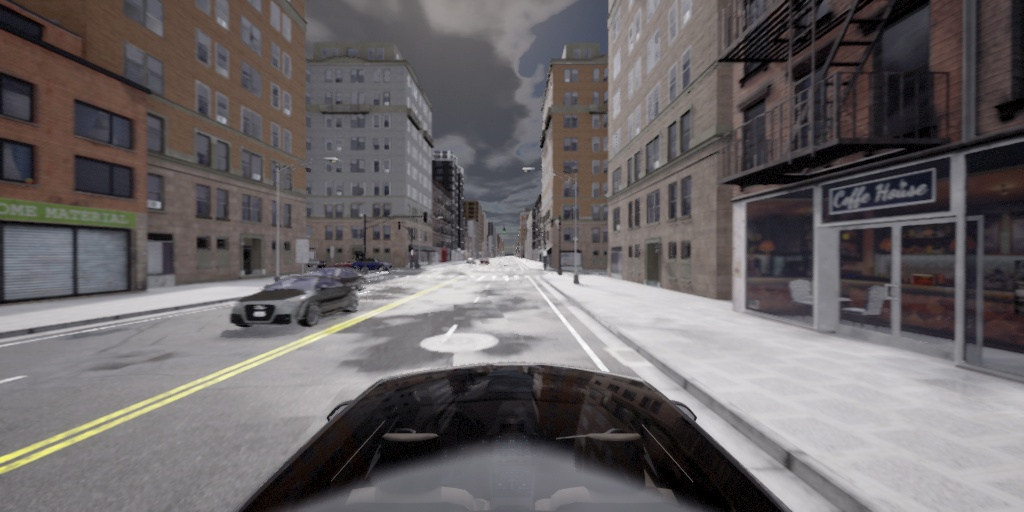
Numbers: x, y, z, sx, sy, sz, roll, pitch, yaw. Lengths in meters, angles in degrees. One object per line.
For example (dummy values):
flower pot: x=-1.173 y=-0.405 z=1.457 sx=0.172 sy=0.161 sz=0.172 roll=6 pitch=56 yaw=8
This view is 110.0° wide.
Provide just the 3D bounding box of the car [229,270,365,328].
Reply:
car: x=-6.599 y=1.326 z=11.364 sx=1.994 sy=1.385 sz=4.181 roll=0 pitch=0 yaw=0

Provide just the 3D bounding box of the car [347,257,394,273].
car: x=-16.370 y=0.968 z=42.229 sx=4.553 sy=1.767 sz=2.097 roll=1 pitch=0 yaw=0

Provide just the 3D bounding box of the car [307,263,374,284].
car: x=-9.841 y=1.316 z=19.794 sx=2.033 sy=1.411 sz=5.357 roll=0 pitch=0 yaw=0

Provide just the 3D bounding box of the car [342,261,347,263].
car: x=-21.530 y=1.130 z=47.914 sx=4.207 sy=1.307 sz=1.802 roll=0 pitch=0 yaw=0

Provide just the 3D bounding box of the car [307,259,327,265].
car: x=-27.094 y=1.047 z=47.927 sx=4.313 sy=1.339 sz=1.948 roll=0 pitch=0 yaw=0
